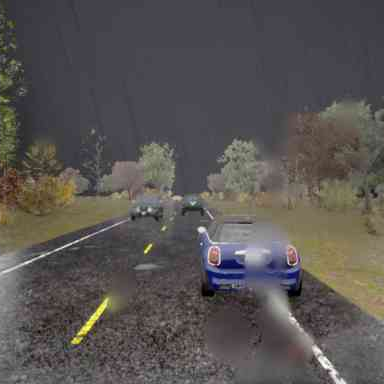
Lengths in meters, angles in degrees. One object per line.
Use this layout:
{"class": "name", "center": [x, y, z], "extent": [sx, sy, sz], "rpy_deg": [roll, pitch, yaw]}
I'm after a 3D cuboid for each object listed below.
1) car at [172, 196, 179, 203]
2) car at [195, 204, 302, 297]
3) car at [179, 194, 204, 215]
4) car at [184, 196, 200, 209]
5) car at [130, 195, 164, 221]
{"class": "car", "center": [-3.441, 1.637, 74.724], "extent": [1.882, 1.535, 5.008], "rpy_deg": [0, 0, 0]}
{"class": "car", "center": [1.233, 1.351, 8.759], "extent": [2.097, 1.767, 4.553], "rpy_deg": [0, 0, 0]}
{"class": "car", "center": [0.092, 1.258, 34.576], "extent": [2.150, 2.045, 5.566], "rpy_deg": [0, 0, 0]}
{"class": "car", "center": [0.073, 1.421, 45.957], "extent": [2.097, 1.767, 4.553], "rpy_deg": [0, 0, 1]}
{"class": "car", "center": [-3.578, 1.238, 27.368], "extent": [2.150, 2.045, 5.566], "rpy_deg": [0, 0, 0]}
